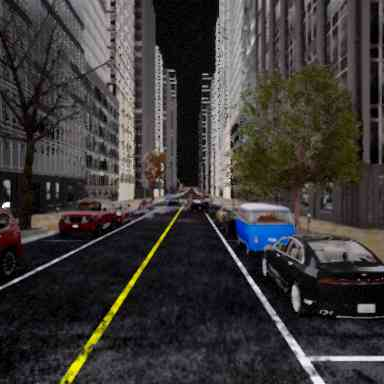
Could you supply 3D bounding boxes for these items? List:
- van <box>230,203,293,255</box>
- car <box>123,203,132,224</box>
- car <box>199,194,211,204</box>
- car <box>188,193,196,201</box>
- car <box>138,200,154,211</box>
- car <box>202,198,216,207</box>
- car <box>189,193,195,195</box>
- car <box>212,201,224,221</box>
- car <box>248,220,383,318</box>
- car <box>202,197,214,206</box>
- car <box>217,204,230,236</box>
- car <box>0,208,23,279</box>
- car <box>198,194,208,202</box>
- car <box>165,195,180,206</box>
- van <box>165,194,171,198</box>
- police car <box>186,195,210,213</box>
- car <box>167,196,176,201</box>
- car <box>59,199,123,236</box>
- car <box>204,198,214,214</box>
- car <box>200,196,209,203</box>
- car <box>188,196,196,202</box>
[{"bbox_3d":[2.688,1.369,13.010,1.690,1.788,3.998,0,0,0],"label":"van"},{"bbox_3d":[-5.689,1.491,24.415,1.967,1.590,4.097,0,0,0],"label":"car"},{"bbox_3d":[2.702,1.443,69.991,2.192,1.841,5.009,0,0,0],"label":"car"},{"bbox_3d":[0.022,1.244,88.615,2.150,2.045,5.566,0,0,0],"label":"car"},{"bbox_3d":[-5.684,1.665,41.508,1.802,1.307,4.206,0,0,0],"label":"car"},{"bbox_3d":[2.699,1.668,52.896,1.947,1.339,4.313,0,0,0],"label":"car"},{"bbox_3d":[0.574,1.327,54.078,2.150,2.045,5.566,0,0,-2],"label":"car"},{"bbox_3d":[2.692,1.576,24.577,1.752,1.417,4.829,0,0,0],"label":"car"},{"bbox_3d":[2.687,1.567,7.312,2.008,1.369,4.403,0,0,0],"label":"car"},{"bbox_3d":[2.701,1.656,58.594,1.887,1.381,4.507,0,0,0],"label":"car"},{"bbox_3d":[2.691,1.606,18.709,1.947,1.339,4.313,0,0,0],"label":"car"},{"bbox_3d":[-5.695,1.331,7.321,2.192,1.841,5.009,0,0,0],"label":"car"},{"bbox_3d":[2.705,1.456,81.388,2.192,1.841,5.009,0,0,0],"label":"car"},{"bbox_3d":[-3.047,1.672,57.303,1.994,1.385,4.181,0,0,0],"label":"car"},{"bbox_3d":[-5.676,1.482,81.394,1.690,1.788,3.998,0,0,0],"label":"van"},{"bbox_3d":[0.466,1.501,38.097,1.930,1.638,5.238,0,0,-9],"label":"police car"},{"bbox_3d":[-5.671,1.704,92.788,2.008,1.369,4.403,0,0,0],"label":"car"},{"bbox_3d":[-5.692,1.355,18.717,2.192,1.841,5.009,0,0,0],"label":"car"},{"bbox_3d":[2.695,1.623,35.801,2.008,1.369,4.403,0,0,0],"label":"car"},{"bbox_3d":[2.705,1.679,75.688,1.887,1.381,4.507,0,0,0],"label":"car"},{"bbox_3d":[0.019,1.526,73.584,1.812,1.442,4.674,0,0,0],"label":"car"}]
